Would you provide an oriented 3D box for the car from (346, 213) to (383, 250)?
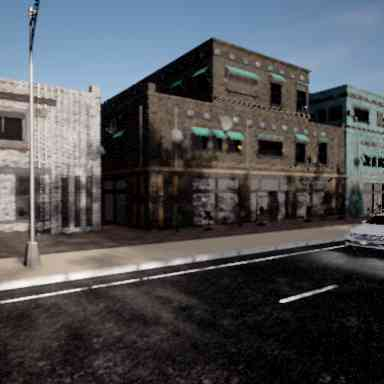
[{"bbox_3d":[8.170,1.581,13.509,4.674,1.442,1.812,0,0,-35],"label":"car"}]
